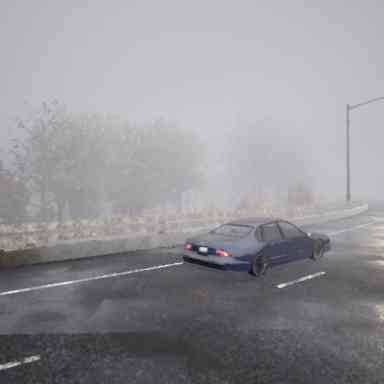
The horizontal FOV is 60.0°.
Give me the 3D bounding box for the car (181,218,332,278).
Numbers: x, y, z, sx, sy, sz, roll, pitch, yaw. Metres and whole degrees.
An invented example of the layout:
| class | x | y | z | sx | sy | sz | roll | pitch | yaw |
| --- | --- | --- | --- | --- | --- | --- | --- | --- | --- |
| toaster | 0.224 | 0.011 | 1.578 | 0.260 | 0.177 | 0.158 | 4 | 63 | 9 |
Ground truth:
| class | x | y | z | sx | sy | sz | roll | pitch | yaw |
| --- | --- | --- | --- | --- | --- | --- | --- | --- | --- |
| car | 2.171 | 1.501 | 10.113 | 5.357 | 1.411 | 2.033 | 0 | 0 | -41 |
